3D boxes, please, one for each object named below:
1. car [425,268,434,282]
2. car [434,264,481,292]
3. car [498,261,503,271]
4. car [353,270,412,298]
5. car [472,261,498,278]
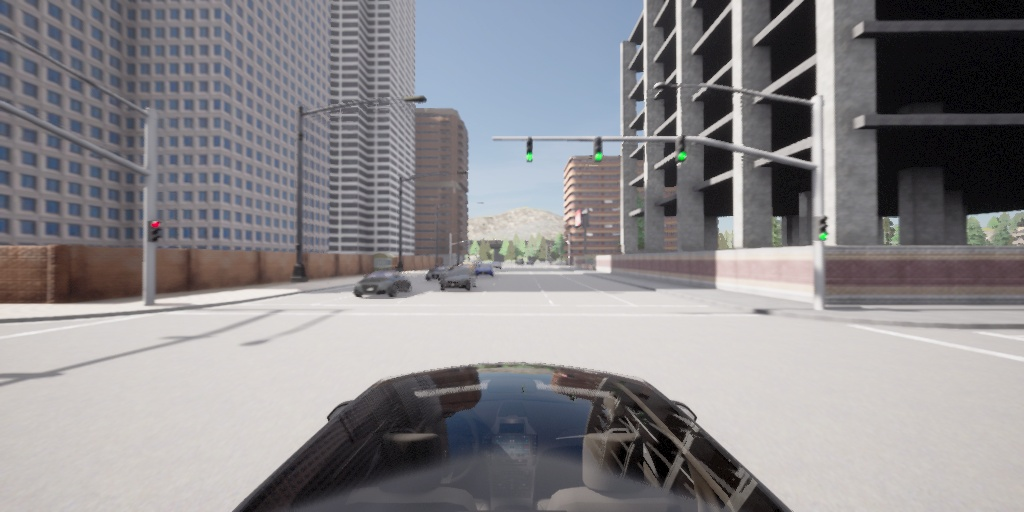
[{"bbox_3d":[-6.572,1.603,33.047,1.994,1.385,4.181,0,-1,1],"label":"car"},{"bbox_3d":[-3.407,1.454,23.370,1.837,1.490,4.892,0,0,1],"label":"car"},{"bbox_3d":[-2.468,1.511,56.542,2.033,1.411,5.357,0,-1,1],"label":"car"},{"bbox_3d":[-6.985,1.480,19.713,1.994,1.385,4.181,0,-1,1],"label":"car"},{"bbox_3d":[-2.957,1.582,40.306,1.882,1.535,5.008,0,-1,2],"label":"car"}]
